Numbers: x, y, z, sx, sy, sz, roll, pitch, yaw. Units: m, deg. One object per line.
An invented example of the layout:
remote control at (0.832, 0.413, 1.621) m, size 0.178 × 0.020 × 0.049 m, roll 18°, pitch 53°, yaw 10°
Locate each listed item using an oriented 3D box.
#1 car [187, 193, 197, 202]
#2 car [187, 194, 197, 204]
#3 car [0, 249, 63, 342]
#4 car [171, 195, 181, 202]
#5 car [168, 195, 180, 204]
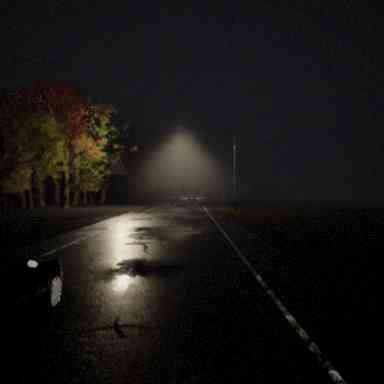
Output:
car at (-0.023, 1.188, 72.864) m, size 2.097 × 1.767 × 4.553 m, roll 0°, pitch 0°, yaw 0°
car at (-0.019, 1.461, 62.855) m, size 2.128 × 1.511 × 4.902 m, roll 0°, pitch 0°, yaw 0°
car at (-3.500, 1.479, 4.688) m, size 1.882 × 1.535 × 5.008 m, roll 0°, pitch 0°, yaw 0°
car at (-3.522, 1.373, 72.894) m, size 2.033 × 1.411 × 5.357 m, roll 0°, pitch 0°, yaw 0°
car at (-3.518, 1.462, 62.471) m, size 2.128 × 1.511 × 4.902 m, roll 0°, pitch 0°, yaw 0°
